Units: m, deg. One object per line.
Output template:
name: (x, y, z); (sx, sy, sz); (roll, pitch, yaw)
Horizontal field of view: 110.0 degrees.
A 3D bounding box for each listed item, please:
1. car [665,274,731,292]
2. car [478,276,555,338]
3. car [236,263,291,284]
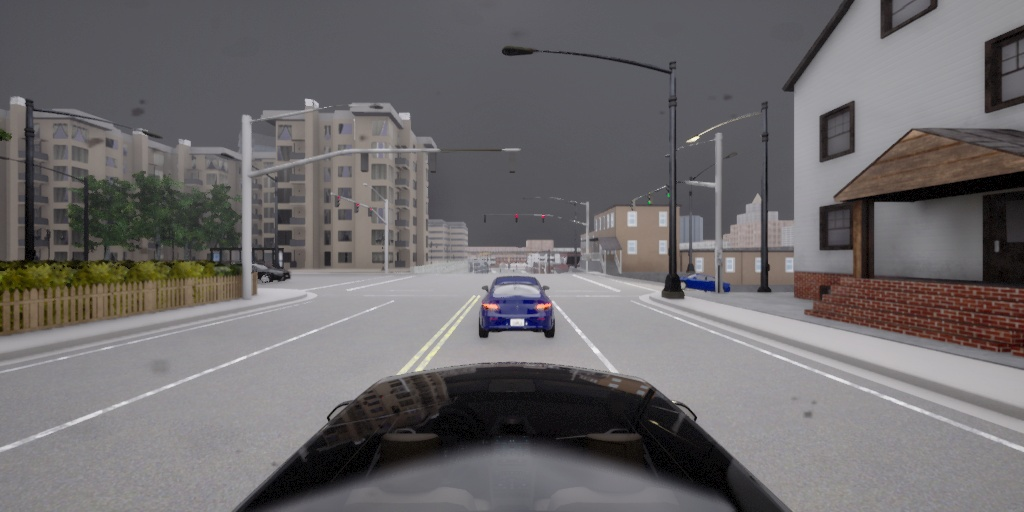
car: (15.369, 2.197, 29.744); (5.008, 1.535, 1.882); (9, 0, 1)
car: (0.107, 1.272, 10.055); (1.812, 1.442, 4.674); (0, 0, 0)
car: (-19.056, 1.245, 26.534); (4.892, 1.490, 1.837); (0, 0, 1)
